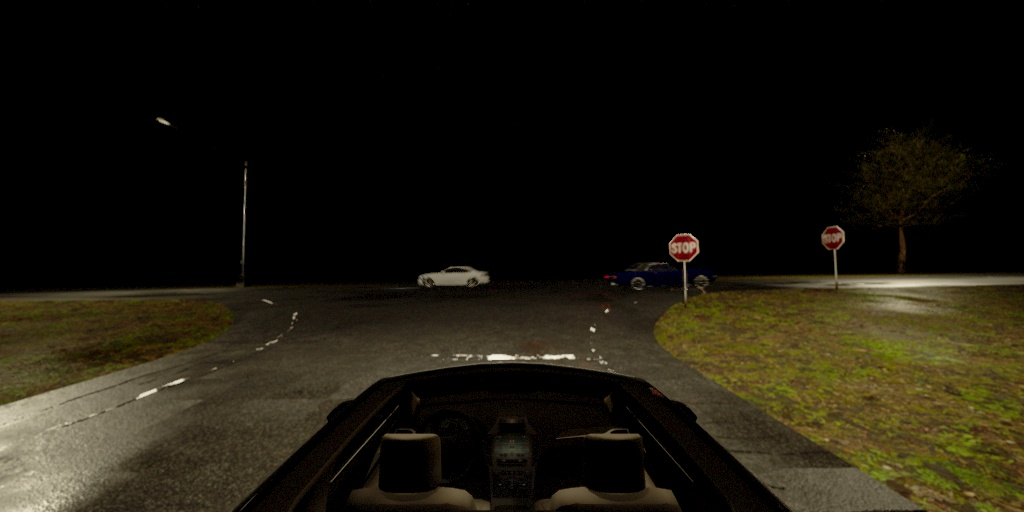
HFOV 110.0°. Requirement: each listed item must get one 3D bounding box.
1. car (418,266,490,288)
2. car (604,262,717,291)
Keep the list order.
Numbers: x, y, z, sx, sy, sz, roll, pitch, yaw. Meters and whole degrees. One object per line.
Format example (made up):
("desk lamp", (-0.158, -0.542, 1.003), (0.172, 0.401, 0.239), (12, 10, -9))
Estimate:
("car", (-3.819, 1.406, 23.733), (4.674, 1.442, 1.812), (0, -2, -1))
("car", (6.939, 0.943, 16.957), (4.718, 1.301, 1.895), (-2, -2, -2))
